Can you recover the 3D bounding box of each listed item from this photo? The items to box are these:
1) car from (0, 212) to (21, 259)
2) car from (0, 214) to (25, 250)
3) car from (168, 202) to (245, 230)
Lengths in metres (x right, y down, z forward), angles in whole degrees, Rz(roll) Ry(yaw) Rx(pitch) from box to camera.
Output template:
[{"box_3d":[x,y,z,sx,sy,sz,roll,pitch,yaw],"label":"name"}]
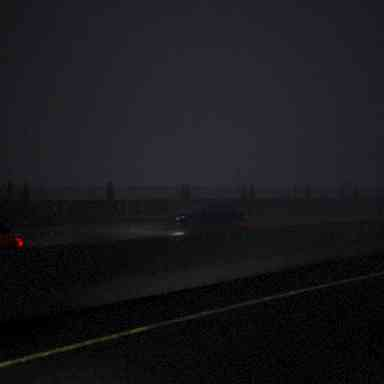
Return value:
[{"box_3d":[-8.624,1.511,10.630,5.357,1.411,2.033,0,0,-36],"label":"car"},{"box_3d":[-6.430,1.325,7.805,4.553,1.767,2.097,0,0,-35],"label":"car"},{"box_3d":[0.942,1.393,20.593,5.008,1.535,1.882,0,0,-28],"label":"car"}]
